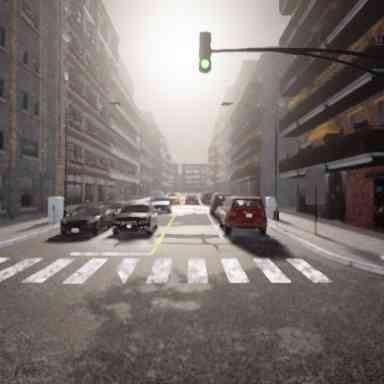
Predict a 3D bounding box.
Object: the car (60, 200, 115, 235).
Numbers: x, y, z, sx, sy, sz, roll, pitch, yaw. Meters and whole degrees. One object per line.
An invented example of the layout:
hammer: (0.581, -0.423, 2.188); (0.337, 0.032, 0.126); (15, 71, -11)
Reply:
car: (-5.312, 1.341, 17.343); (1.947, 1.339, 4.313); (1, 1, 0)

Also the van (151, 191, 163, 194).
van: (-5.341, 0.714, 50.706); (1.690, 1.788, 3.998); (1, 1, 0)

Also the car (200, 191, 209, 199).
car: (2.688, 0.667, 71.908); (1.801, 1.575, 5.366); (0, 0, 0)

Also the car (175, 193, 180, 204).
car: (-2.818, 0.879, 48.532); (1.882, 1.535, 5.008); (0, 0, 0)

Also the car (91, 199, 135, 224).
car: (-5.317, 1.264, 22.904); (1.947, 1.339, 4.313); (1, 1, 0)

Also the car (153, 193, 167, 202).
car: (-5.351, 0.874, 56.274); (2.008, 1.369, 4.403); (1, 1, 0)

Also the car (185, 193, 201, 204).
car: (-0.039, 1.022, 47.422); (1.895, 1.301, 4.718); (0, 1, 0)

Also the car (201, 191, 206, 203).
car: (2.538, 0.709, 50.750); (2.192, 1.841, 5.009); (1, 1, 0)

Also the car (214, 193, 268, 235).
car: (2.573, 1.110, 17.393); (2.192, 1.841, 5.009); (1, 1, 0)

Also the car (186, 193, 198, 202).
car: (-0.049, 0.891, 57.398); (1.994, 1.385, 4.181); (0, 1, 0)

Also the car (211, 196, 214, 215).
car: (2.563, 1.242, 23.125); (1.752, 1.417, 4.829); (1, 1, 0)

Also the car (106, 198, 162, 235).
car: (-2.860, 1.283, 17.505); (1.837, 1.490, 4.892); (0, 1, 0)

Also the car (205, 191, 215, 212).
car: (2.562, 0.960, 28.517); (2.192, 1.841, 5.009); (1, 1, 0)

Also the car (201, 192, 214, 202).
car: (2.531, 0.783, 56.315); (1.967, 1.590, 4.097); (1, 0, 0)

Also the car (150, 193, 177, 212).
car: (-2.871, 1.135, 31.944); (2.033, 1.411, 5.357); (0, 1, 0)

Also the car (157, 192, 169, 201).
car: (-5.356, 0.801, 61.665); (1.752, 1.417, 4.829); (1, 1, 0)
